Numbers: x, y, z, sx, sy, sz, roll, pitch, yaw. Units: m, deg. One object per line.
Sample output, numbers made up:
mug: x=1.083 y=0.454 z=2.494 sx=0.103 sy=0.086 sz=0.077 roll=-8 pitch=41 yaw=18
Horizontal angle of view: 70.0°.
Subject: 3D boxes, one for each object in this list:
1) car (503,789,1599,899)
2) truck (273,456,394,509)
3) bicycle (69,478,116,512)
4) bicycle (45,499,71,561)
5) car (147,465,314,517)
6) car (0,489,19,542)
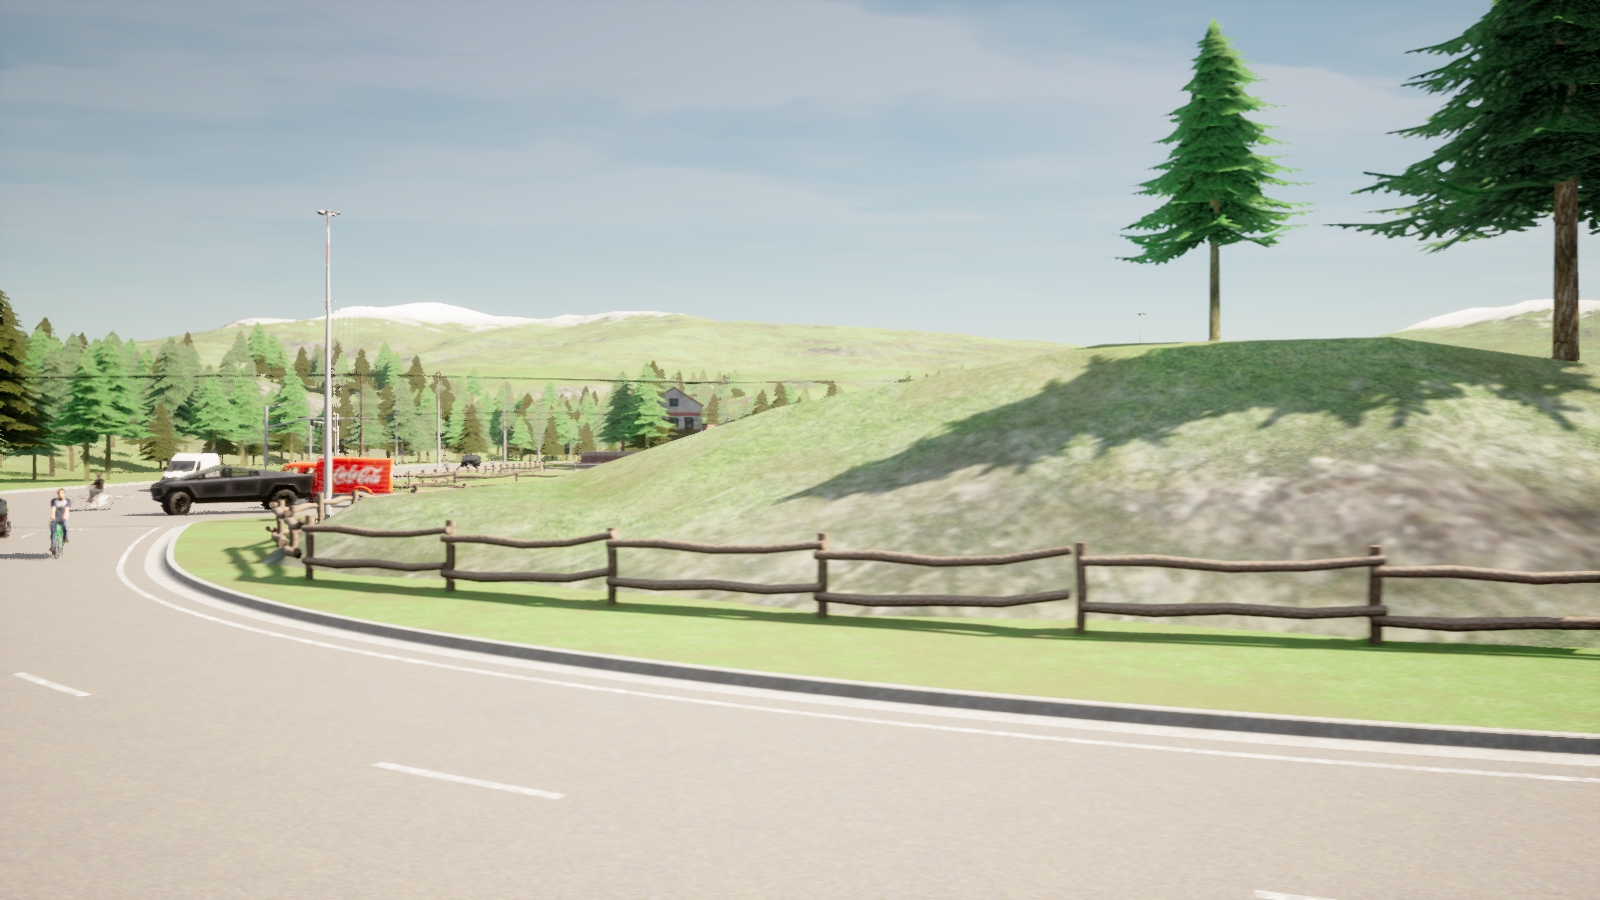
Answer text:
car: x=1.547 y=2.034 z=2.462 sx=5.006 sy=1.535 sz=2.097 roll=0 pitch=0 yaw=19
truck: x=-22.752 y=1.581 z=55.986 sx=5.204 sy=2.467 sz=2.627 roll=2 pitch=-1 yaw=-16
bicycle: x=-32.225 y=2.048 z=52.040 sx=0.329 sy=1.471 sz=1.835 roll=3 pitch=1 yaw=30
bicycle: x=-19.138 y=2.048 z=29.495 sx=0.373 sy=1.496 sz=1.643 roll=2 pitch=0 yaw=-27
car: x=-25.027 y=1.744 z=50.354 sx=6.274 sy=2.098 sz=2.390 roll=0 pitch=0 yaw=-37
car: x=-25.253 y=2.030 z=34.317 sx=2.007 sy=1.525 sz=4.514 roll=0 pitch=0 yaw=-21
